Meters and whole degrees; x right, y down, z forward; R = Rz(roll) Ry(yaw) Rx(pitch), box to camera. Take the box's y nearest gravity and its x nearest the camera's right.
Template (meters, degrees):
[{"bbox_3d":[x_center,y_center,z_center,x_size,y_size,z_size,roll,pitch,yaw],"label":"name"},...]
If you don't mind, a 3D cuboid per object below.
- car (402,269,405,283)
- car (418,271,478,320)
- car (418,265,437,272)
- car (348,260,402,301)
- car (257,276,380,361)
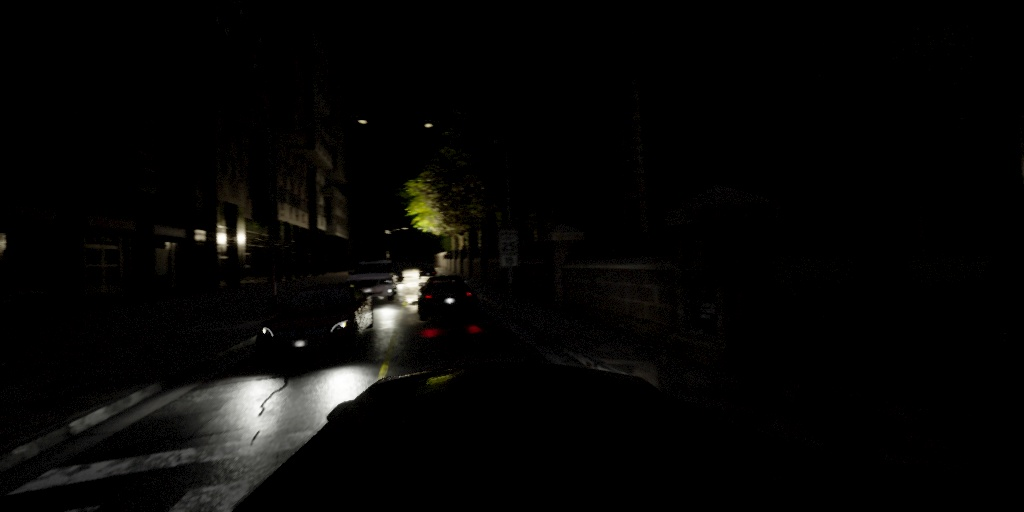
[{"bbox_3d":[-10.887,1.654,32.841,1.882,1.535,5.008,-2,1,-15],"label":"car"},{"bbox_3d":[-2.493,1.419,13.373,1.994,1.385,4.181,-2,0,-15],"label":"car"},{"bbox_3d":[-9.066,1.634,38.425,1.812,1.442,4.674,-2,0,-15],"label":"car"},{"bbox_3d":[-7.363,1.258,19.296,2.150,2.045,5.566,-2,0,-15],"label":"car"},{"bbox_3d":[-4.712,1.454,9.234,1.812,1.442,4.674,-2,0,-14],"label":"car"}]
